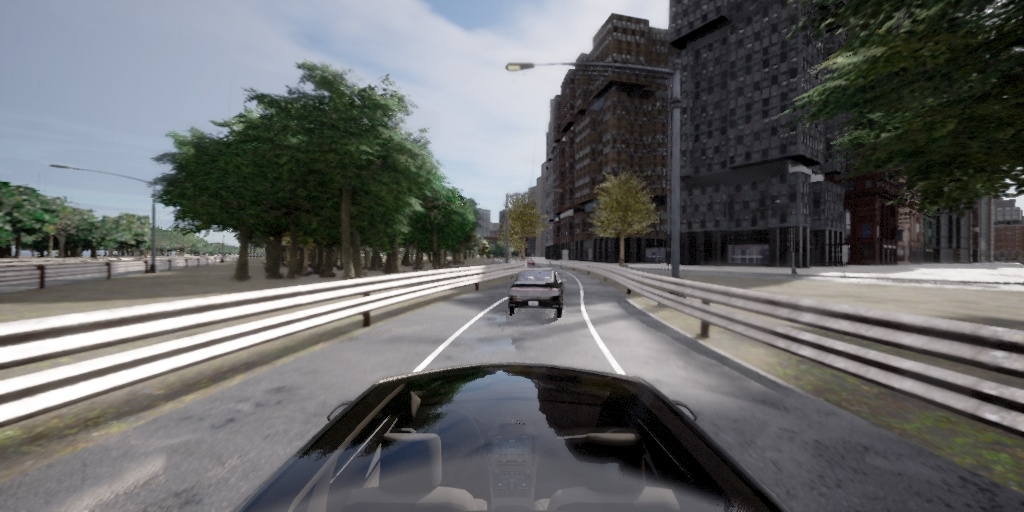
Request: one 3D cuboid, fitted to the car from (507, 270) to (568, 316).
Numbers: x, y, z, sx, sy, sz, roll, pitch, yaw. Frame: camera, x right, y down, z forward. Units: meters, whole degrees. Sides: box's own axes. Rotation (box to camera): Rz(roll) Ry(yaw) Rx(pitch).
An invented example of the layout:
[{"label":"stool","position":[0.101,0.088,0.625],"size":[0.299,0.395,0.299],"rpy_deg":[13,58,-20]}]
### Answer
[{"label":"car","position":[1.013,1.254,13.435],"size":[2.128,1.511,4.902],"rpy_deg":[0,0,8]}]
